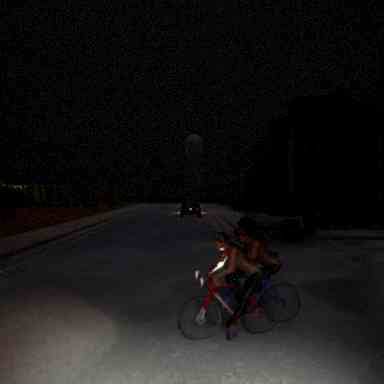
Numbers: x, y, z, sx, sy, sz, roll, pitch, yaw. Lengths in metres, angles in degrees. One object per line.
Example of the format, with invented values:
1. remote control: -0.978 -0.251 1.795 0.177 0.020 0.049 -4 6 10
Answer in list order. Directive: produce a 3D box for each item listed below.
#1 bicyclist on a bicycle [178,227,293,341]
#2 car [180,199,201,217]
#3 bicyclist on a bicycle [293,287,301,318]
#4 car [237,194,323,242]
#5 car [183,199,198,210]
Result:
1. bicyclist on a bicycle: 0.592 1.434 5.096 1.656 1.620 0.582 -1 1 -12
2. car: -0.127 1.510 30.577 2.033 1.411 5.357 0 0 0
3. bicyclist on a bicycle: 1.001 1.398 5.475 1.656 1.620 0.582 -1 1 -7
4. car: 4.049 1.126 15.476 1.905 1.878 3.866 -8 4 -43
5. car: -0.221 1.551 42.953 1.895 1.301 4.718 0 0 0
